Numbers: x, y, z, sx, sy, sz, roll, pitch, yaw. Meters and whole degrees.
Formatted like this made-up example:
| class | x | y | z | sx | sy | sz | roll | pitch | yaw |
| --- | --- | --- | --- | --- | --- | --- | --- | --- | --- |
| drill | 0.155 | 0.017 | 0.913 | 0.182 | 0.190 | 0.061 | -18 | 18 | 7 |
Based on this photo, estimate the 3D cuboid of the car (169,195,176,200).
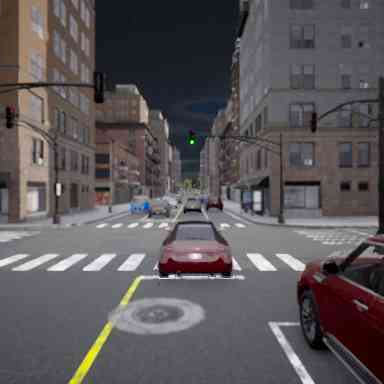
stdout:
| class | x | y | z | sx | sy | sz | roll | pitch | yaw |
| --- | --- | --- | --- | --- | --- | --- | --- | --- | --- |
| car | -5.492 | 1.565 | 94.656 | 1.802 | 1.307 | 4.206 | 0 | 0 | 0 |

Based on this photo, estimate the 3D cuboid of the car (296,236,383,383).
| class | x | y | z | sx | sy | sz | roll | pitch | yaw |
| --- | --- | --- | --- | --- | --- | --- | --- | --- | --- |
| car | 2.634 | 1.315 | 3.233 | 2.192 | 1.841 | 5.009 | 0 | 0 | 0 |

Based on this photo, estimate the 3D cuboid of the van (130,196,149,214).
| class | x | y | z | sx | sy | sz | roll | pitch | yaw |
| --- | --- | --- | --- | --- | --- | --- | --- | --- | --- |
| van | -5.445 | 1.337 | 35.188 | 1.690 | 1.788 | 3.998 | 0 | 0 | 0 |

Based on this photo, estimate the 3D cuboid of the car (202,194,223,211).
| class | x | y | z | sx | sy | sz | roll | pitch | yaw |
| --- | --- | --- | --- | --- | --- | --- | --- | --- | --- |
| car | 2.662 | 1.310 | 40.604 | 2.192 | 1.841 | 5.009 | 0 | 0 | 0 |

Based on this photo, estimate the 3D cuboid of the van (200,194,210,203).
| class | x | y | z | sx | sy | sz | roll | pitch | yaw |
| --- | --- | --- | --- | --- | --- | --- | --- | --- | --- |
| van | 2.609 | 1.331 | 67.635 | 1.690 | 1.788 | 3.998 | 0 | 0 | 0 |

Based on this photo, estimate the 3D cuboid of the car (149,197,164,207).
| class | x | y | z | sx | sy | sz | roll | pitch | yaw |
| --- | --- | --- | --- | --- | --- | --- | --- | --- | --- |
| car | -5.457 | 1.538 | 51.406 | 1.887 | 1.381 | 4.507 | 0 | 0 | 0 |

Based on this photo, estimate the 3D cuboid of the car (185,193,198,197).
| class | x | y | z | sx | sy | sz | roll | pitch | yaw |
| --- | --- | --- | --- | --- | --- | --- | --- | --- | --- |
| car | -0.042 | 1.498 | 62.461 | 1.837 | 1.490 | 4.892 | 0 | 1 | 0 |

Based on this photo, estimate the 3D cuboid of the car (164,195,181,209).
| class | x | y | z | sx | sy | sz | roll | pitch | yaw |
| --- | --- | --- | --- | --- | --- | --- | --- | --- | --- |
| car | -2.878 | 1.520 | 44.947 | 1.812 | 1.442 | 4.674 | 0 | 0 | 0 |

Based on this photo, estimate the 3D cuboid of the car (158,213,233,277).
| class | x | y | z | sx | sy | sz | roll | pitch | yaw |
| --- | --- | --- | --- | --- | --- | --- | --- | --- | --- |
| car | 0.091 | 1.564 | 10.255 | 1.994 | 1.385 | 4.181 | 0 | 0 | 0 |

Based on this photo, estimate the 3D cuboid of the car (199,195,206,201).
| class | x | y | z | sx | sy | sz | roll | pitch | yaw |
| --- | --- | --- | --- | --- | --- | --- | --- | --- | --- |
| car | 2.577 | 1.511 | 84.024 | 1.752 | 1.417 | 4.829 | 0 | 0 | 0 |

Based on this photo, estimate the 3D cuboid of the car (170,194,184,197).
| class | x | y | z | sx | sy | sz | roll | pitch | yaw |
| --- | --- | --- | --- | --- | --- | --- | --- | --- | --- |
| car | -2.823 | 1.538 | 62.691 | 2.033 | 1.411 | 5.357 | 0 | 0 | 0 |

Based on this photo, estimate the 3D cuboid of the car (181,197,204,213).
| class | x | y | z | sx | sy | sz | roll | pitch | yaw |
| --- | --- | --- | --- | --- | --- | --- | --- | --- | --- |
| car | 0.060 | 1.560 | 37.553 | 1.994 | 1.385 | 4.181 | 0 | 0 | 0 |

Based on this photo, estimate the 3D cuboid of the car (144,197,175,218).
| class | x | y | z | sx | sy | sz | roll | pitch | yaw |
| --- | --- | --- | --- | --- | --- | --- | --- | --- | --- |
| car | -2.873 | 1.500 | 30.430 | 1.837 | 1.490 | 4.892 | 0 | 0 | 0 |

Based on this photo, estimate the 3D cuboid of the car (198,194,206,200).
| class | x | y | z | sx | sy | sz | roll | pitch | yaw |
| --- | --- | --- | --- | --- | --- | --- | --- | --- | --- |
| car | 2.566 | 1.425 | 89.259 | 1.967 | 1.590 | 4.097 | 0 | 0 | 0 |

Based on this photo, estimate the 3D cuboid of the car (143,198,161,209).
| class | x | y | z | sx | sy | sz | roll | pitch | yaw |
| --- | --- | --- | --- | --- | --- | --- | --- | --- | --- |
| car | -5.453 | 1.560 | 46.000 | 1.947 | 1.339 | 4.313 | 0 | 0 | 0 |

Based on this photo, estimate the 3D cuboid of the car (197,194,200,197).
| class | x | y | z | sx | sy | sz | roll | pitch | yaw |
| --- | --- | --- | --- | --- | --- | --- | --- | --- | --- |
| car | 2.620 | 1.306 | 62.229 | 2.192 | 1.841 | 5.009 | 0 | 0 | 0 |

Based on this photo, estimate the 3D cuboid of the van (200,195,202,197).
| class | x | y | z | sx | sy | sz | roll | pitch | yaw |
| --- | --- | --- | --- | --- | --- | --- | --- | --- | --- |
| van | 2.630 | 1.333 | 56.822 | 1.690 | 1.788 | 3.998 | 0 | 0 | 0 |
